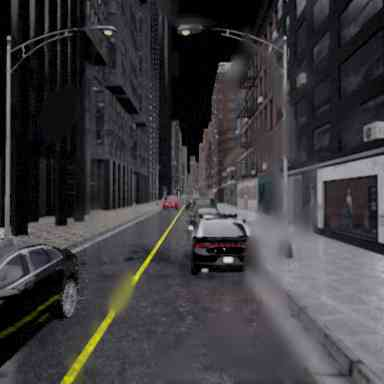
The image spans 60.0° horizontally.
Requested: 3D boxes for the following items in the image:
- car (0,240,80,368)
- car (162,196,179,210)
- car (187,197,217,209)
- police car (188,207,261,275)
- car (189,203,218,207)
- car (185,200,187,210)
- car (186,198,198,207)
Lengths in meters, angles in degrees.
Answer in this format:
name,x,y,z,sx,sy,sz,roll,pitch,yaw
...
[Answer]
name,x,y,z,sx,sy,sz,roll,pitch,yaw
car,-3.099,1.523,4.613,2.128,1.511,4.902,0,0,0
car,-3.073,1.551,48.445,2.150,2.045,5.566,0,0,0
car,0.909,1.407,26.768,2.150,2.045,5.566,0,0,0
police car,0.903,1.499,10.846,1.930,1.638,5.238,0,0,0
car,0.906,1.646,20.736,1.837,1.490,4.892,0,0,0
car,0.020,1.832,47.951,1.837,1.490,4.892,0,0,0
car,0.021,1.918,62.580,2.128,1.511,4.902,0,0,0
